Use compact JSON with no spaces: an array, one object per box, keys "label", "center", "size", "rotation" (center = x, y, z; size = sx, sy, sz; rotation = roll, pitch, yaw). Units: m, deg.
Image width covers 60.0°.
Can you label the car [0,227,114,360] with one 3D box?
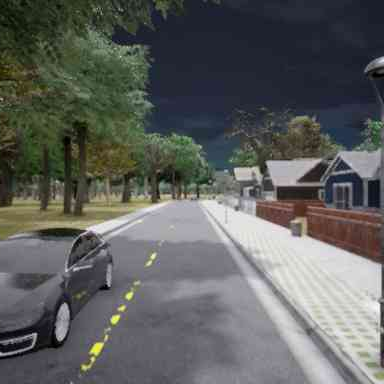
[{"label":"car","center":[-2.819,1.526,6.387],"size":[1.837,1.490,4.892],"rotation":[0,0,0]}]

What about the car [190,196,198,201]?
[{"label":"car","center":[0.611,1.832,91.982],"size":[2.033,1.411,5.357],"rotation":[0,0,6]}]
